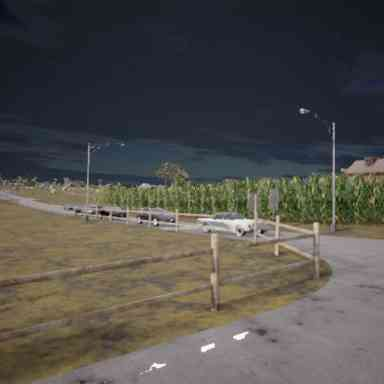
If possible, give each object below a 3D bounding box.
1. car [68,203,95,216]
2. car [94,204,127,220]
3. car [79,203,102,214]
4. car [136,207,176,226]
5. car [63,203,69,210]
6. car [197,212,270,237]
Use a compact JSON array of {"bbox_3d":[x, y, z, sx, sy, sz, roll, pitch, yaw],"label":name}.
[{"bbox_3d":[-14.187,2.356,43.771,2.128,1.511,4.902,3,-2,-35],"label":"car"},{"bbox_3d":[-8.484,2.185,35.675,1.882,1.535,5.008,3,-3,-35],"label":"car"},{"bbox_3d":[-15.487,2.504,50.635,1.882,1.535,5.008,3,-2,-35],"label":"car"},{"bbox_3d":[-3.005,2.019,27.940,1.837,1.490,4.892,3,-3,-35],"label":"car"},{"bbox_3d":[-21.426,2.595,59.014,1.994,1.385,4.181,3,-1,-35],"label":"car"},{"bbox_3d":[2.433,1.917,20.333,1.895,1.301,4.718,3,-3,-37],"label":"car"}]
